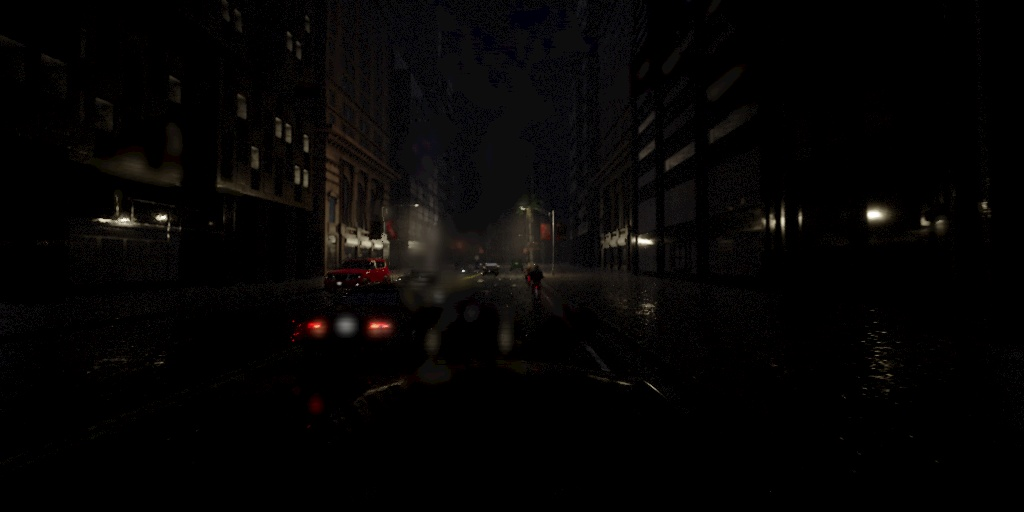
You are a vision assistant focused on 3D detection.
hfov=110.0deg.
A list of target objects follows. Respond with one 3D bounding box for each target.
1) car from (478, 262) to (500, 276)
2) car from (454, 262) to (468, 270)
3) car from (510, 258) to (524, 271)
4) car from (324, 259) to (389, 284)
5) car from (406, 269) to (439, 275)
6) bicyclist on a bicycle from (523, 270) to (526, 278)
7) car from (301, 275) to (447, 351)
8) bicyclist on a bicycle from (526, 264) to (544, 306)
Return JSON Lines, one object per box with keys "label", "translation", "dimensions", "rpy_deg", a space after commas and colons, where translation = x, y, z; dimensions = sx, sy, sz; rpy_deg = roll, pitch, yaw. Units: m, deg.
{"label": "car", "translation": [-2.604, 1.612, 44.546], "dimensions": [2.128, 1.511, 4.902], "rpy_deg": [0, 0, 1]}
{"label": "car", "translation": [-9.017, 1.717, 63.368], "dimensions": [1.882, 1.535, 5.008], "rpy_deg": [0, 0, 1]}
{"label": "car", "translation": [0.845, 1.433, 62.142], "dimensions": [2.150, 2.045, 5.566], "rpy_deg": [0, 0, 1]}
{"label": "car", "translation": [-9.579, 1.193, 22.719], "dimensions": [2.150, 2.045, 5.566], "rpy_deg": [0, -1, 1]}
{"label": "car", "translation": [-6.302, 1.582, 24.712], "dimensions": [1.895, 1.301, 4.718], "rpy_deg": [0, 0, 1]}
{"label": "bicyclist on a bicycle", "translation": [1.183, 1.404, 25.075], "dimensions": [0.866, 1.612, 1.509], "rpy_deg": [0, -1, 1]}
{"label": "car", "translation": [-3.049, 1.376, 9.174], "dimensions": [2.033, 1.411, 5.357], "rpy_deg": [0, -1, 1]}
{"label": "bicyclist on a bicycle", "translation": [1.080, 1.254, 15.791], "dimensions": [0.659, 1.776, 1.843], "rpy_deg": [0, 0, 1]}
